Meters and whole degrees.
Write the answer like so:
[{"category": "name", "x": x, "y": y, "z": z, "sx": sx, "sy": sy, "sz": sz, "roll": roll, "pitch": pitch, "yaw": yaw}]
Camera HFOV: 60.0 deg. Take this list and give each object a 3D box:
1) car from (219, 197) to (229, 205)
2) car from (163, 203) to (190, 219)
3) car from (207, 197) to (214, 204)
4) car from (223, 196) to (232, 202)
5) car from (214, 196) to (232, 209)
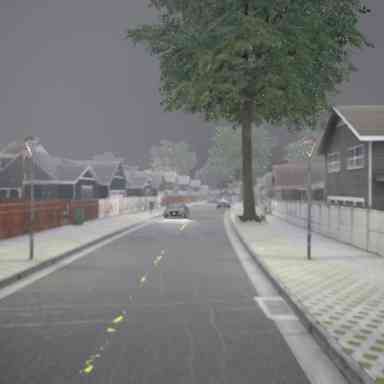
[{"category": "car", "x": 6.570, "y": 1.838, "z": 68.086, "sx": 1.812, "sy": 1.442, "sz": 4.674, "roll": 0, "pitch": -1, "yaw": 10}, {"category": "car", "x": -1.341, "y": 1.659, "z": 30.130, "sx": 1.994, "sy": 1.385, "sz": 4.181, "roll": 0, "pitch": 0, "yaw": 6}, {"category": "car", "x": 4.443, "y": 1.842, "z": 71.255, "sx": 1.994, "sy": 1.385, "sz": 4.181, "roll": 0, "pitch": 0, "yaw": 9}, {"category": "car", "x": 8.681, "y": 1.761, "z": 80.828, "sx": 1.812, "sy": 1.442, "sz": 4.674, "roll": 0, "pitch": 0, "yaw": 9}, {"category": "car", "x": 4.568, "y": 1.712, "z": 47.690, "sx": 1.812, "sy": 1.442, "sz": 4.674, "roll": 0, "pitch": 0, "yaw": 8}]
